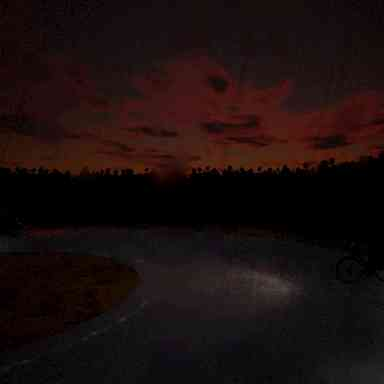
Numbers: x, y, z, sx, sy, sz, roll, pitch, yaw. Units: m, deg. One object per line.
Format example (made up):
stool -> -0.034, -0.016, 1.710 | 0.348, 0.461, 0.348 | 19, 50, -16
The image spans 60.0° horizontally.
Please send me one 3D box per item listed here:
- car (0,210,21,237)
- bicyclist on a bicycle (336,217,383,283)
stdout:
car -> -11.131, 1.526, 16.571 | 4.674, 1.442, 1.812 | 0, -1, -28
bicyclist on a bicycle -> 4.351, 1.453, 8.232 | 1.656, 1.620, 0.582 | -2, 0, -2
